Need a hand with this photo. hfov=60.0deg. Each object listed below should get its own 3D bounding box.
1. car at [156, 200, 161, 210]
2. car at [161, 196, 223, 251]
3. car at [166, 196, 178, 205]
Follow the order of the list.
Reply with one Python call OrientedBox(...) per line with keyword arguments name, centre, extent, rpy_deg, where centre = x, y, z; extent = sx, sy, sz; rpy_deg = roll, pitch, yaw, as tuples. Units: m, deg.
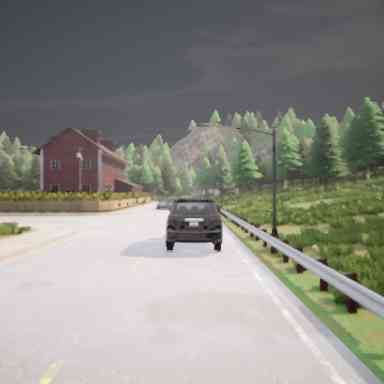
OrientedBox(name="car", centre=(-3.600, 1.655, 43.565), extent=(1.895, 1.301, 4.718), rpy_deg=(0, 0, 0))
OrientedBox(name="car", centre=(0.083, 1.238, 14.415), extent=(2.150, 2.045, 5.566), rpy_deg=(0, 0, 0))
OrientedBox(name="car", centre=(-3.547, 1.587, 60.775), extent=(1.837, 1.490, 4.892), rpy_deg=(0, 0, 1))
